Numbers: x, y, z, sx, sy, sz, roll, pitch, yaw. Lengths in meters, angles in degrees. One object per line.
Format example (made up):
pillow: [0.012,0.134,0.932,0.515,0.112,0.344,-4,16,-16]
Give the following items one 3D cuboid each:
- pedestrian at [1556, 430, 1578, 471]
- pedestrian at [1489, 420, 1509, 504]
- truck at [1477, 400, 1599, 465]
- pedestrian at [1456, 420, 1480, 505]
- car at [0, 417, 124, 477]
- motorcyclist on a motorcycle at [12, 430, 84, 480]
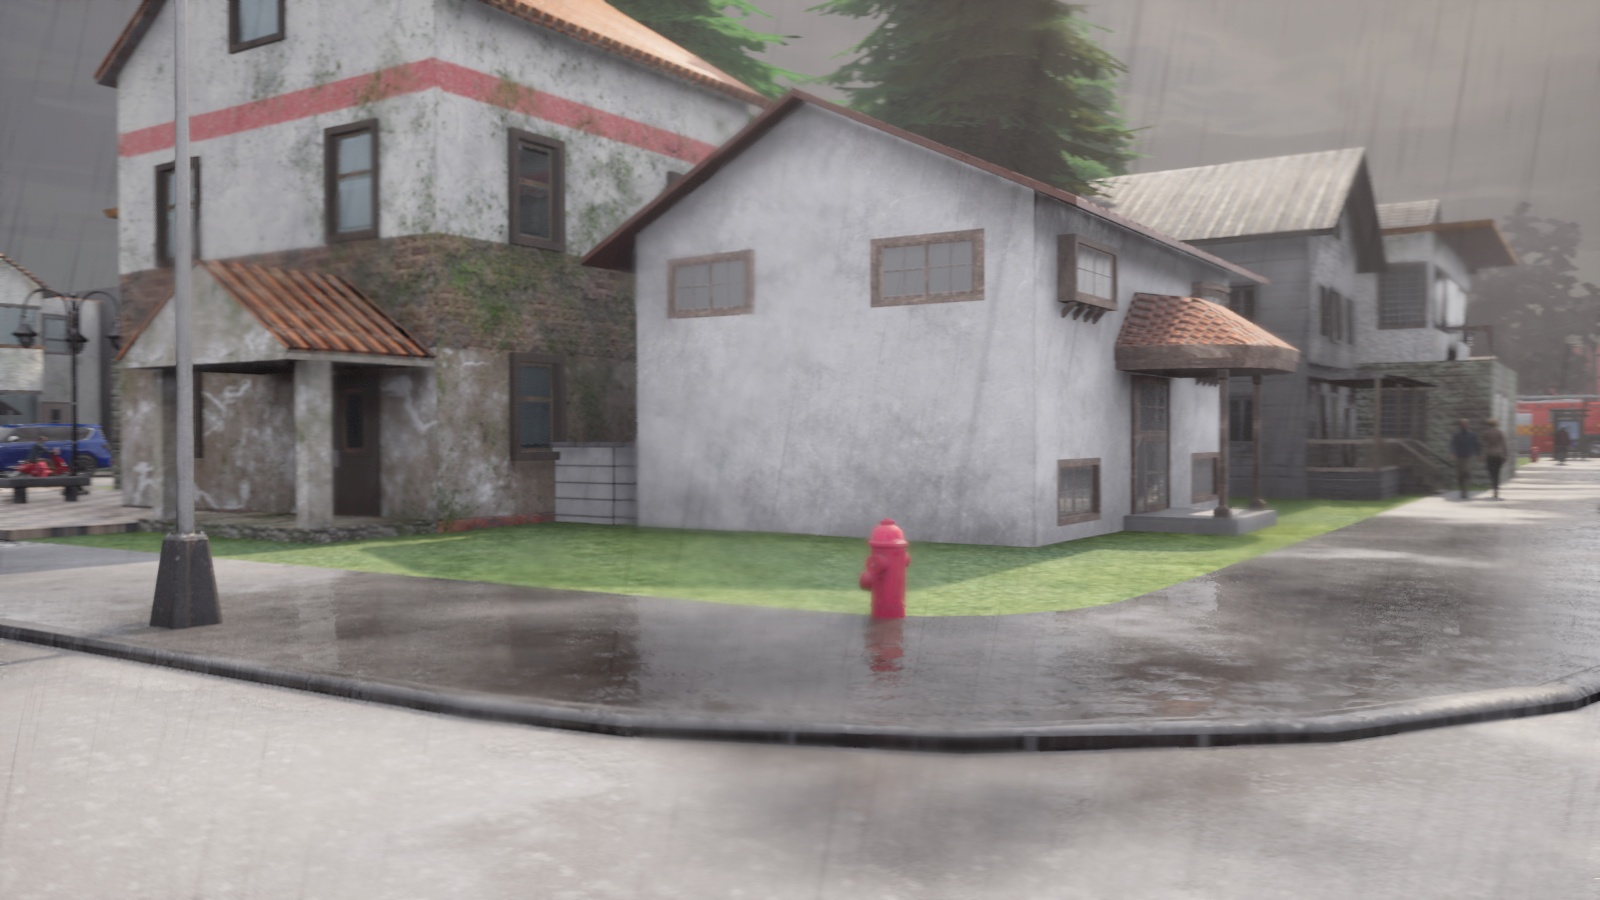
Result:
pedestrian: [34.542,0.007,56.558,0.634,1.844,0.899,1,1,44]
pedestrian: [15.641,0.267,28.113,0.331,1.846,0.634,1,1,25]
truck: [45.862,-1.048,75.659,8.468,3.827,2.891,1,1,40]
pedestrian: [14.713,0.268,27.646,0.402,1.842,0.726,1,1,31]
car: [-27.109,-0.129,44.143,2.150,2.045,5.566,1,1,33]
motorcyclist on a motorcycle: [-24.459,0.158,40.879,0.866,1.590,1.817,1,1,33]
